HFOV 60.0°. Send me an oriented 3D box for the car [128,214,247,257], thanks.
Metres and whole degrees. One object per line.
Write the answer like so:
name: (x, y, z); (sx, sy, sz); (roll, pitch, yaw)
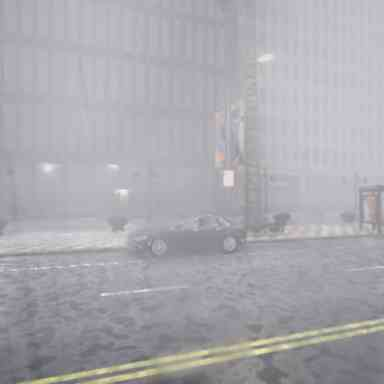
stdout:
car: (-0.118, 1.645, 13.477); (4.892, 1.521, 2.231); (1, -1, -21)
